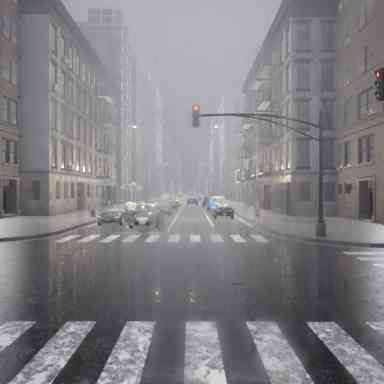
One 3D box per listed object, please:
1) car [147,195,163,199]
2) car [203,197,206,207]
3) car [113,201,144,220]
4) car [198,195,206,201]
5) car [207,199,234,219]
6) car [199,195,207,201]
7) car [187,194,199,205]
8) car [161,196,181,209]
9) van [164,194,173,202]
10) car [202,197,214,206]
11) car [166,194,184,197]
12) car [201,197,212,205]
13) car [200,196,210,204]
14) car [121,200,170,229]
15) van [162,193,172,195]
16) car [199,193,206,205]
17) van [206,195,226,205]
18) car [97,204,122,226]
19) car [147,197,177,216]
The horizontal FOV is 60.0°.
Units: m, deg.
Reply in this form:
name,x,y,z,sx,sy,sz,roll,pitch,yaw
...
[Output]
name,x,y,z,sx,sy,sz,roll,pitch,yaw
car,-5.421,1.436,45.071,1.967,1.590,4.097,0,0,0
car,2.632,1.578,39.668,1.802,1.307,4.206,0,0,0
car,-5.402,1.523,28.682,1.752,1.417,4.829,0,0,0
car,2.634,1.560,88.324,1.947,1.339,4.313,0,0,0
car,2.632,1.548,28.855,2.008,1.369,4.403,0,0,0
car,2.634,1.540,82.918,1.887,1.381,4.507,0,0,0
car,0.085,1.501,57.017,1.837,1.490,4.892,0,0,0
car,-2.845,1.560,42.712,1.994,1.385,4.181,0,0,1
van,-5.458,1.336,77.508,1.690,1.788,3.998,0,0,0
car,2.633,1.562,55.886,1.947,1.339,4.313,0,0,0
car,-2.810,1.474,52.967,1.882,1.535,5.008,0,0,1
car,2.633,1.546,61.293,2.008,1.369,4.403,0,0,0
car,2.634,1.521,66.868,1.752,1.417,4.829,0,0,0
car,-2.856,1.491,21.551,2.128,1.511,4.902,0,0,0
van,-5.446,1.337,66.695,1.690,1.788,3.998,0,0,0
car,2.633,1.311,50.480,2.192,1.841,5.009,0,0,0
van,2.632,1.338,34.261,1.690,1.788,3.998,0,0,0
car,-5.396,1.549,23.446,2.008,1.369,4.403,0,0,0
car,-2.853,1.545,32.582,2.033,1.411,5.357,0,0,0
